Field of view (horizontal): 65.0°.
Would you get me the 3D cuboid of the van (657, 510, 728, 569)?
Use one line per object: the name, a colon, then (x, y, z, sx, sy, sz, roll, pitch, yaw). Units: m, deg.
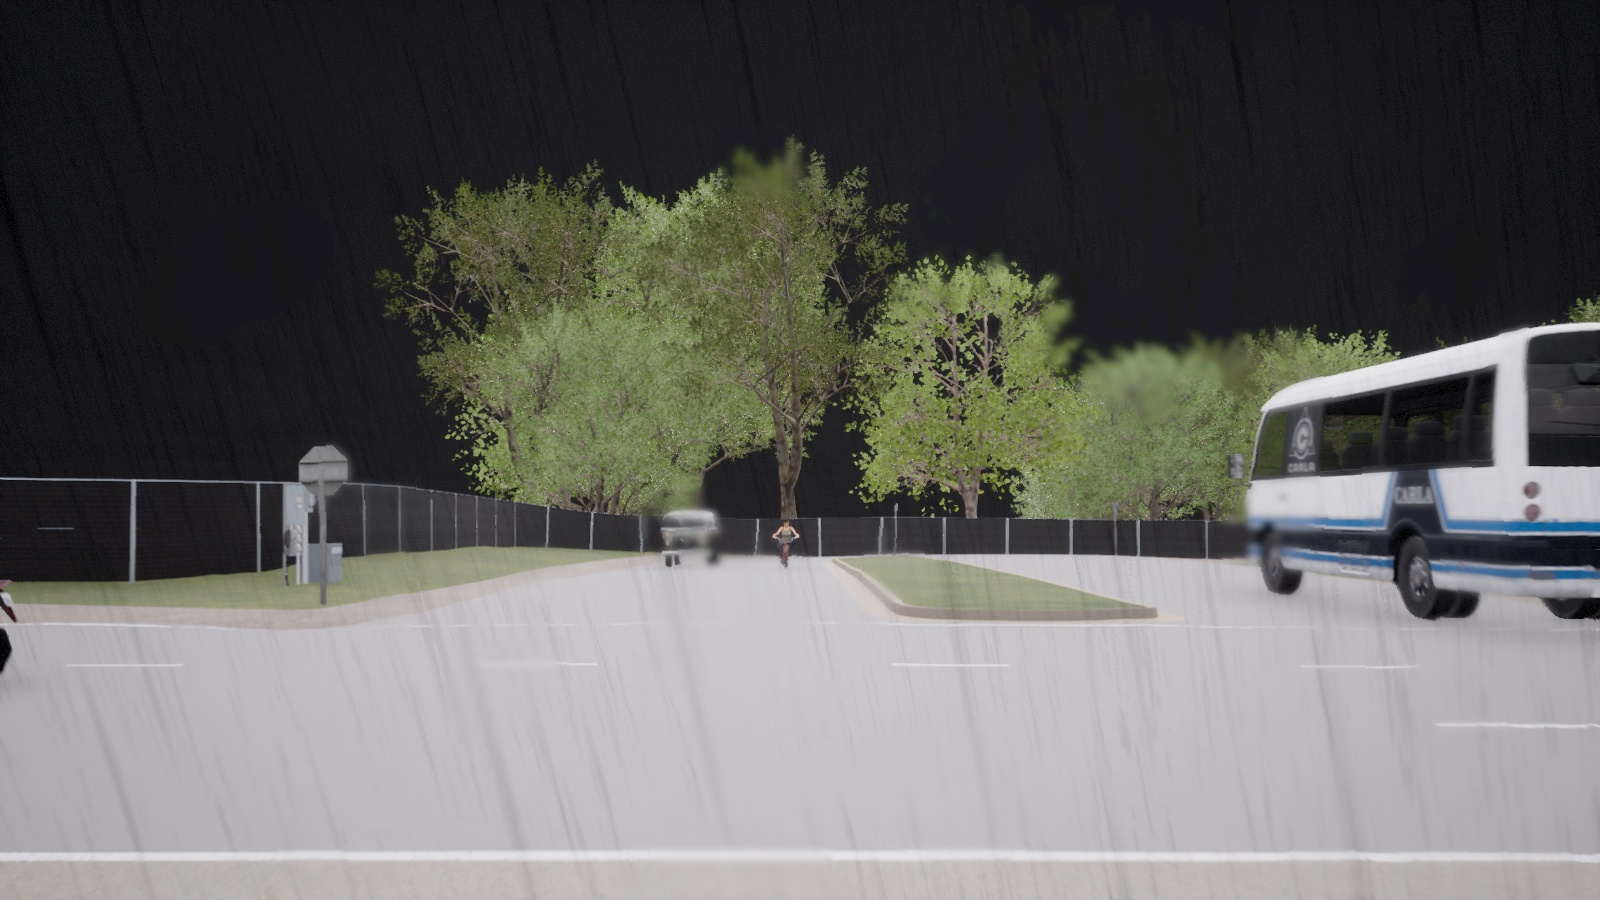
van: (-3.999, 3.378, 47.302, 2.069, 2.038, 4.480, -2, -4, 2)

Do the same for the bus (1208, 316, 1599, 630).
bus: (10.925, 0.540, 22.172, 3.944, 4.253, 10.273, 0, -3, -1)

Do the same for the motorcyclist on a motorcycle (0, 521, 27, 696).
motorcyclist on a motorcycle: (-8.090, 1.415, 11.029, 2.044, 1.523, 0.797, 1, -6, -19)
